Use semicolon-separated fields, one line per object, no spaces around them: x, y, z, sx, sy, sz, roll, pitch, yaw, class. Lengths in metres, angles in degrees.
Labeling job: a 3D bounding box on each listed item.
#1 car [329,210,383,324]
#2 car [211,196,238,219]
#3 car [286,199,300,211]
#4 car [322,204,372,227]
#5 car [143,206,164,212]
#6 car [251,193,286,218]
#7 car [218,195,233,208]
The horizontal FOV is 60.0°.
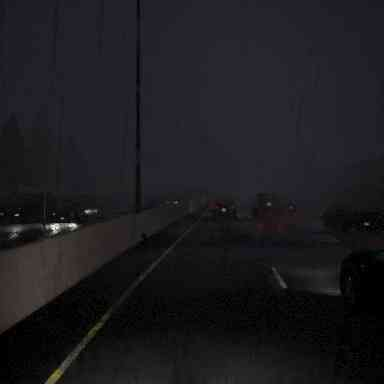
3.922;1.333;4.807;2.097;1.767;4.553;0;0;3;car
2.615;1.350;26.903;2.163;1.488;4.792;0;0;6;car
10.902;1.402;38.013;1.895;1.301;4.718;0;0;6;car
8.745;1.389;18.591;1.882;1.535;5.008;0;0;6;car
-3.849;1.335;33.846;2.033;1.411;5.357;0;0;6;car
6.332;1.067;28.614;2.150;2.045;5.566;0;0;6;car
4.458;1.229;43.579;1.882;1.535;5.008;0;0;7;car
